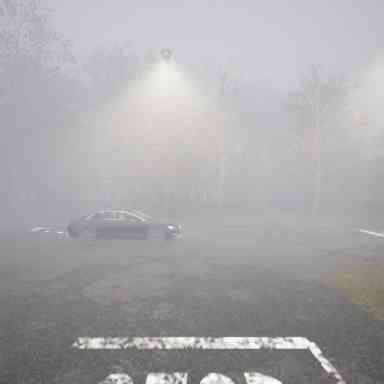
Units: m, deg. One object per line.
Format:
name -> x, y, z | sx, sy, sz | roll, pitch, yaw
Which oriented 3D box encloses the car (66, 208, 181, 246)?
car -> -2.951, 1.476, 14.629 | 4.902, 1.511, 2.128 | 0, 0, 0
